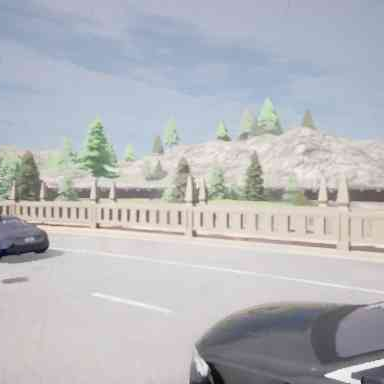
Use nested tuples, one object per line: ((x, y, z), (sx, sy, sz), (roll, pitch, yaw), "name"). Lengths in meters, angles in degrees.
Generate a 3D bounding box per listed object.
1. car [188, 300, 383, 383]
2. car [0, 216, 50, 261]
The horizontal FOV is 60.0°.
((2.189, 1.477, 2.228), (4.902, 1.511, 2.128), (0, 0, 36), "car")
((-7.213, 1.572, 12.102), (4.181, 1.385, 1.994), (0, 0, 28), "car")
